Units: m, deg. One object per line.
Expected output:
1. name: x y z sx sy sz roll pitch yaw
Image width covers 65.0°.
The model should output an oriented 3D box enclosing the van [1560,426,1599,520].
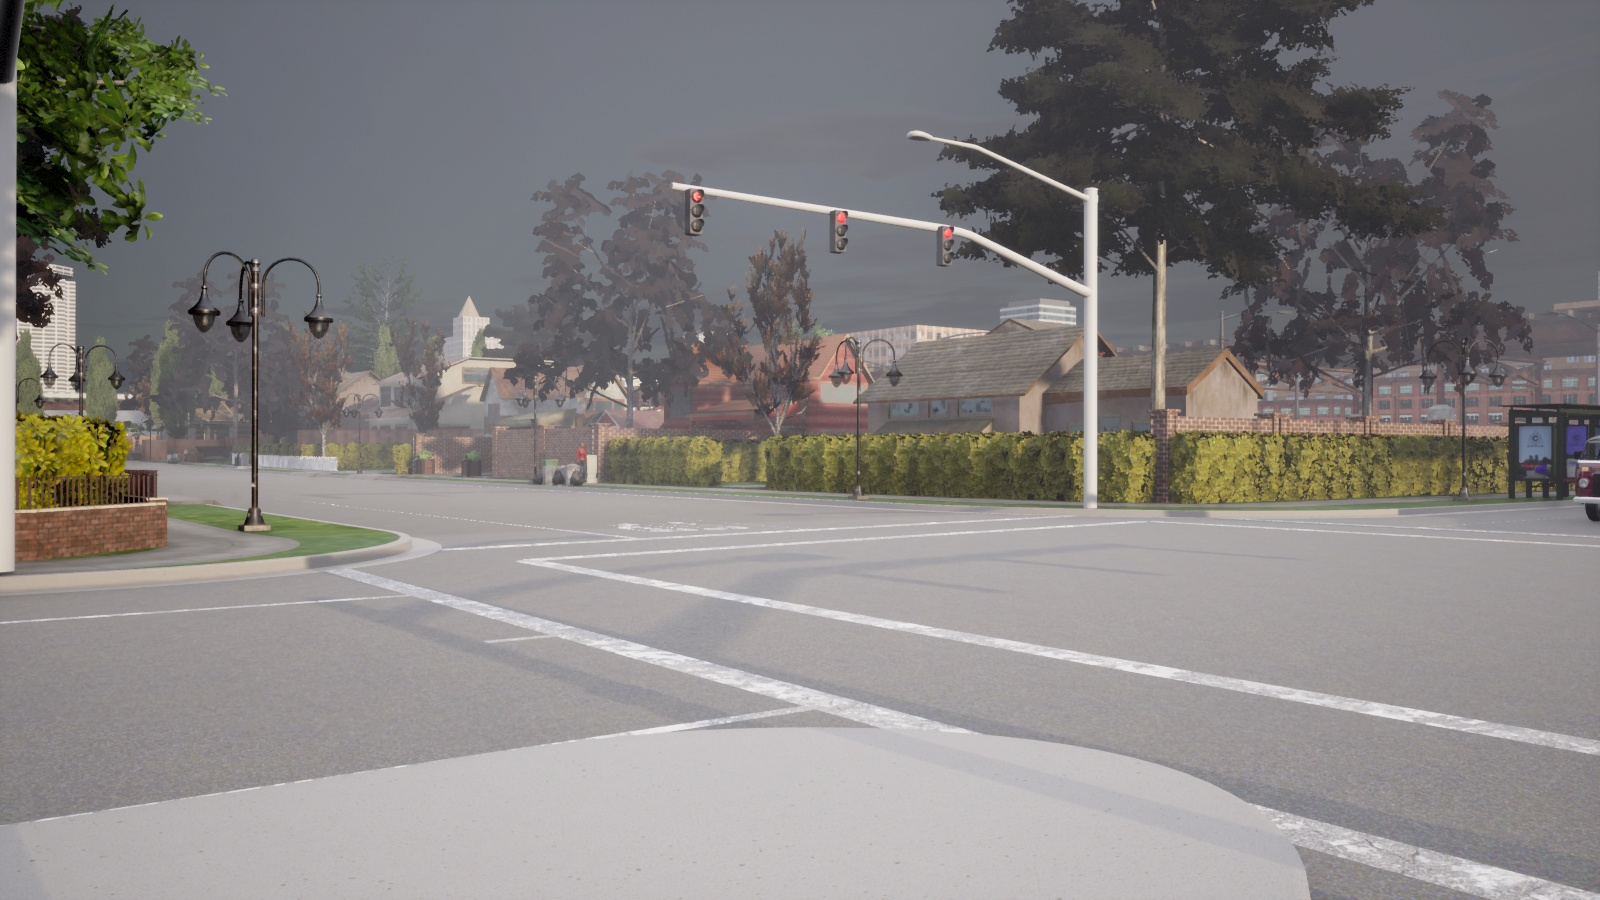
1. van: 19.198 0.497 28.227 4.480 2.038 2.069 0 0 -37

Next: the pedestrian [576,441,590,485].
1. pedestrian: -9.216 0.560 53.228 0.331 1.846 0.636 0 0 -36
